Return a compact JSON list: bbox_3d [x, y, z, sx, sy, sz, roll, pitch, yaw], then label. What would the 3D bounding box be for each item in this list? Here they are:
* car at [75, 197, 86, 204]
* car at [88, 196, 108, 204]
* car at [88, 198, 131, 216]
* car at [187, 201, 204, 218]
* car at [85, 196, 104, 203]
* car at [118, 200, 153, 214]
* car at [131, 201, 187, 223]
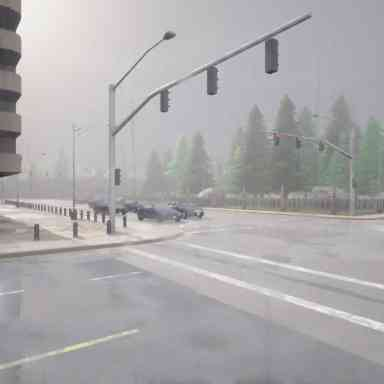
[{"bbox_3d":[-20.812,1.656,62.924,1.895,1.301,4.718,0,0,-36],"label":"car"},{"bbox_3d":[-18.741,1.547,66.014,2.128,1.511,4.902,0,0,-36],"label":"car"},{"bbox_3d":[-8.413,1.603,33.974,2.033,1.411,5.357,0,0,-36],"label":"car"},{"bbox_3d":[-0.904,1.547,29.690,2.128,1.511,4.902,0,0,-36],"label":"car"},{"bbox_3d":[-12.541,1.656,45.491,1.895,1.301,4.718,0,0,-36],"label":"car"},{"bbox_3d":[-6.379,1.656,37.117,1.895,1.301,4.718,0,0,-36],"label":"car"},{"bbox_3d":[-2.707,1.581,26.266,1.812,1.442,4.674,0,0,-38],"label":"car"}]
